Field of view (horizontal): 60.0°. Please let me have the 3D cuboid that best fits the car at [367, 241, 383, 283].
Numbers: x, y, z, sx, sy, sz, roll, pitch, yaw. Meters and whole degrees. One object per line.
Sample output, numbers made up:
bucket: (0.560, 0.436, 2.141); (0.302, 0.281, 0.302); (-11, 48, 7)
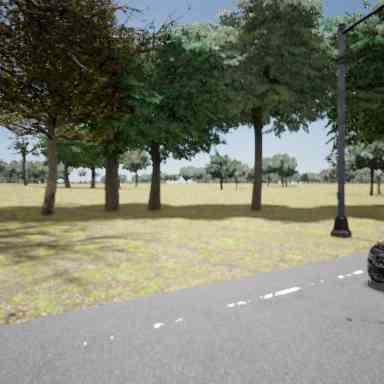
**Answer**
car: (6.469, 1.487, 8.580); (5.008, 1.535, 1.882); (0, 0, -35)
